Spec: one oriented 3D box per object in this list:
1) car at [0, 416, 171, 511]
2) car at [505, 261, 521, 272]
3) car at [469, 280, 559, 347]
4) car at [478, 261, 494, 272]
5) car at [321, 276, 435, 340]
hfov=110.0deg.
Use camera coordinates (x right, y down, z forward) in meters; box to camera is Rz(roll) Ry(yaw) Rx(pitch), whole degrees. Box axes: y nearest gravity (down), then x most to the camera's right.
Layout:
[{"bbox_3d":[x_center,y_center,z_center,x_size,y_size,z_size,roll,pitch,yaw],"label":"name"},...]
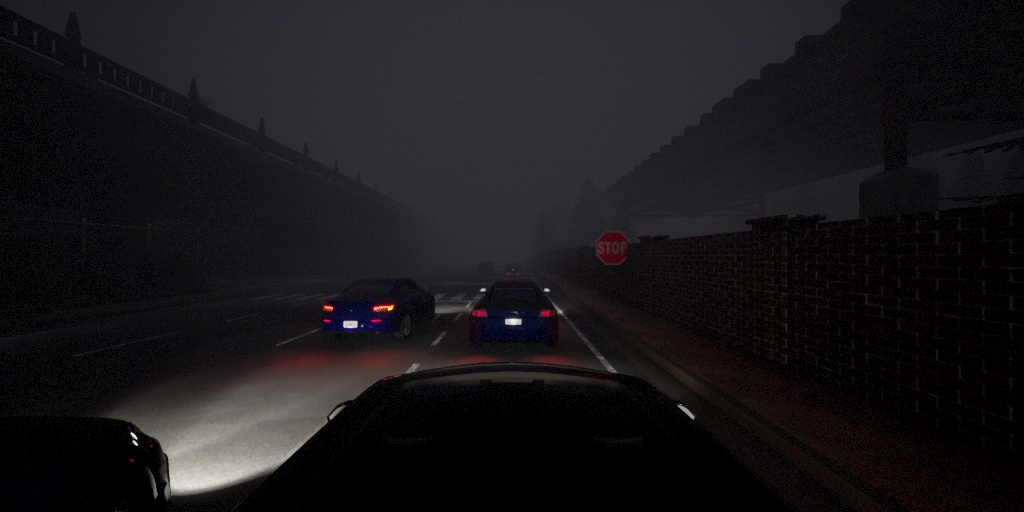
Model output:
[{"bbox_3d":[-3.399,1.314,0.763,1.994,1.385,4.181,0,0,0],"label":"car"},{"bbox_3d":[0.115,1.351,46.149,1.895,1.301,4.718,0,0,-1],"label":"car"},{"bbox_3d":[0.072,1.314,9.335,1.994,1.385,4.181,0,0,1],"label":"car"},{"bbox_3d":[-3.380,1.297,45.981,2.033,1.411,5.357,0,0,-1],"label":"car"},{"bbox_3d":[-3.410,1.276,9.859,1.812,1.442,4.674,0,0,0],"label":"car"}]
